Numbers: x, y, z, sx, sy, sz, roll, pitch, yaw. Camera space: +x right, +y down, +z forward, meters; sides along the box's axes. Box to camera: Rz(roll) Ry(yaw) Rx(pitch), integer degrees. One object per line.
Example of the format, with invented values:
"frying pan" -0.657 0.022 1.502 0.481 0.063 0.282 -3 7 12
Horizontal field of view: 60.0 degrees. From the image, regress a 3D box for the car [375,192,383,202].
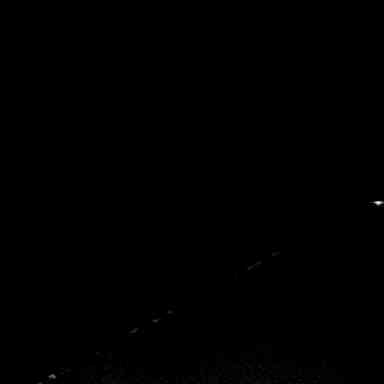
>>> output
"car" 29.996 0.750 52.354 2.033 1.411 5.357 -3 -1 32
